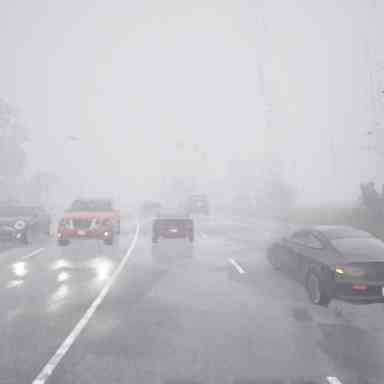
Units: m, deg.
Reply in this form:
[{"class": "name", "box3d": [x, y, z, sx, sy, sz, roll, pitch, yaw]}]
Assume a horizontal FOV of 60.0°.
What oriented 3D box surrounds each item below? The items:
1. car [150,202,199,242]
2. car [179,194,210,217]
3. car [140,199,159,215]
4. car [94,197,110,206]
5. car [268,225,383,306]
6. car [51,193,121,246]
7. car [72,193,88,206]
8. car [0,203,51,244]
[{"class": "car", "box3d": [-1.040, 1.485, 16.625, 1.882, 1.535, 5.008, 0, 0, -7]}, {"class": "car", "box3d": [0.077, 1.234, 31.357, 2.150, 2.045, 5.566, 0, 0, -12]}, {"class": "car", "box3d": [-4.313, 1.497, 34.707, 1.882, 1.535, 5.008, 0, 0, -13]}, {"class": "car", "box3d": [-15.338, 1.585, 56.543, 2.033, 1.411, 5.357, 0, 0, -22]}, {"class": "car", "box3d": [3.241, 1.521, 7.923, 1.812, 1.442, 4.674, 0, 0, -3]}, {"class": "car", "box3d": [-4.624, 1.236, 15.724, 2.150, 2.045, 5.566, 0, 0, -7]}, {"class": "car", "box3d": [-18.823, 1.257, 55.710, 2.150, 2.045, 5.566, 0, 0, -22]}, {"class": "car", "box3d": [-8.179, 1.373, 15.641, 2.097, 1.767, 4.553, 0, 0, -7]}]
